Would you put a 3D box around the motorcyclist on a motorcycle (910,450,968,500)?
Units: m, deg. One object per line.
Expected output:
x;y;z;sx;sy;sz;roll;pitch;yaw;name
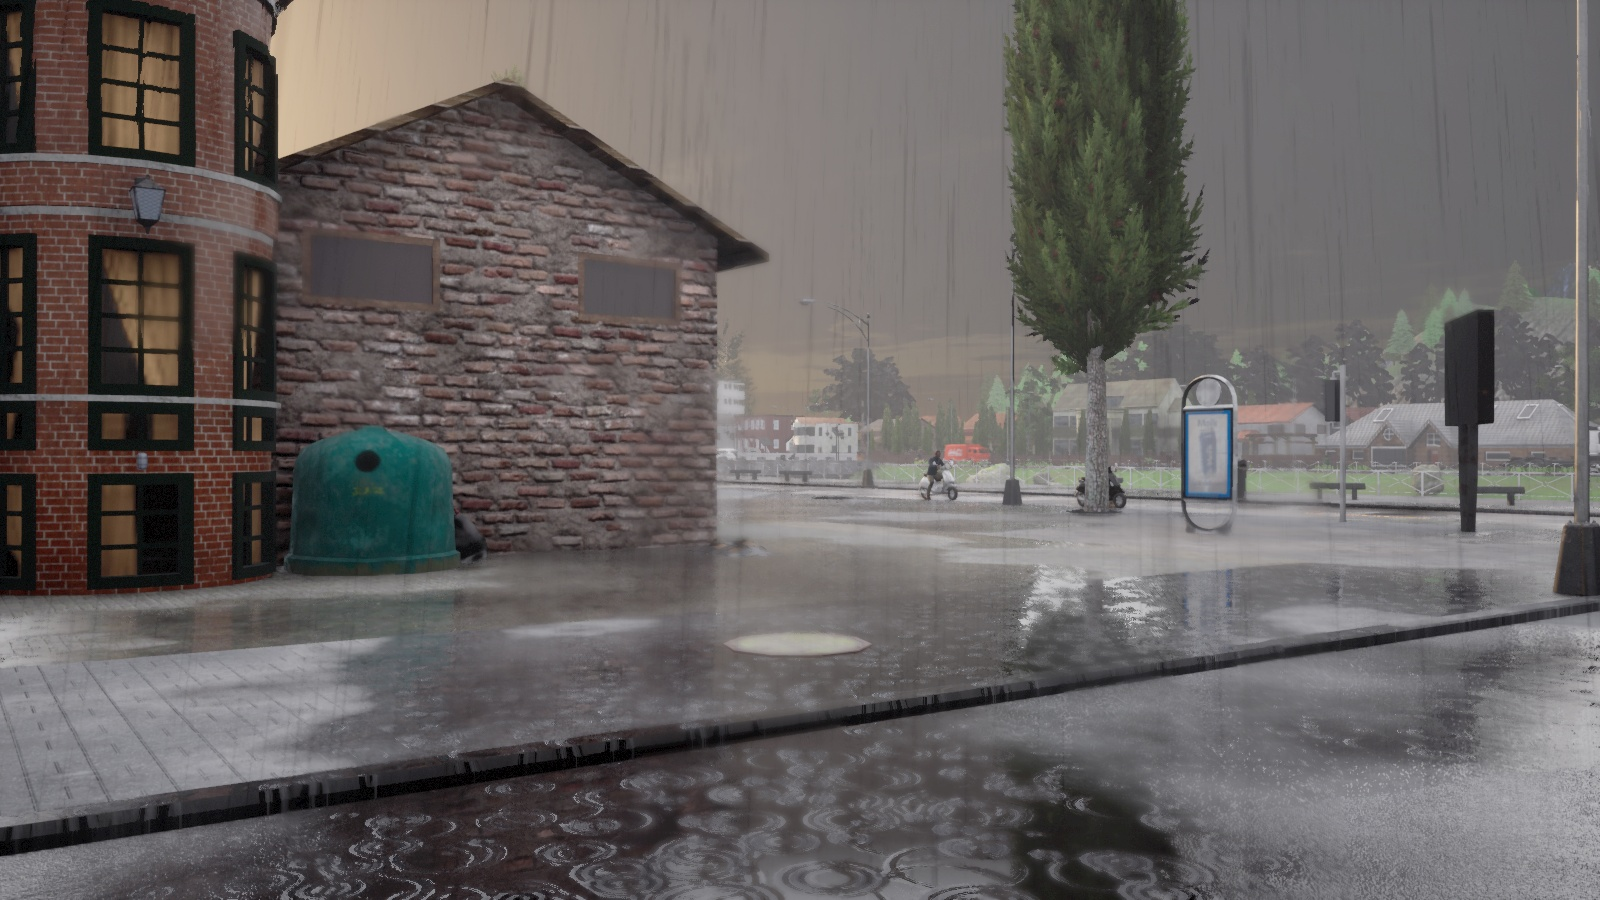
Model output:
4.438;0.787;40.317;0.866;1.590;1.817;0;0;-35;motorcyclist on a motorcycle

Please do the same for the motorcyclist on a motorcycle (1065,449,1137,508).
8.313;0.766;34.761;0.866;1.590;1.817;0;0;-35;motorcyclist on a motorcycle
